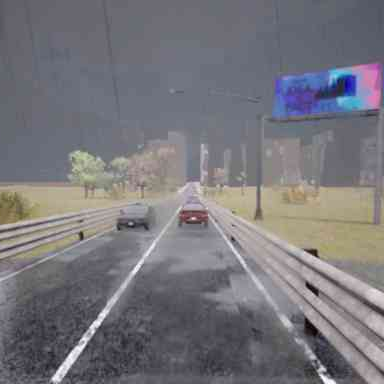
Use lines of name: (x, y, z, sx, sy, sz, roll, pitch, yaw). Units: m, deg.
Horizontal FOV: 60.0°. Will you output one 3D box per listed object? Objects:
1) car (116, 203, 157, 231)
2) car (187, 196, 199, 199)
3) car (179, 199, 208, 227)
car: (-3.319, 1.471, 20.619, 1.882, 1.535, 5.008, 0, 0, 0)
car: (0.100, 1.339, 41.959, 2.097, 1.767, 4.553, 0, 0, 0)
car: (0.101, 1.470, 22.831, 1.882, 1.535, 5.008, 0, 0, 0)
